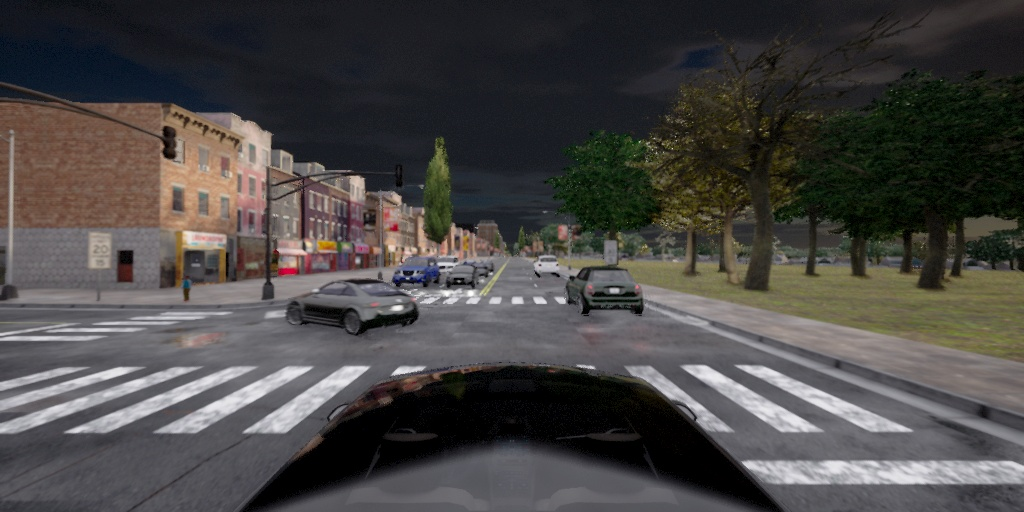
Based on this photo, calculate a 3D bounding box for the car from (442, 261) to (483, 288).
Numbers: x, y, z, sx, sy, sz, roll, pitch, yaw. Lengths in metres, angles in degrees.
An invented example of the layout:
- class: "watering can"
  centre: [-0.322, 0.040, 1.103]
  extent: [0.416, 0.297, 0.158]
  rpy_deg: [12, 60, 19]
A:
- class: "car"
  centre: [-3.298, 1.339, 24.773]
  extent: [1.837, 1.490, 4.892]
  rpy_deg: [0, 0, 0]

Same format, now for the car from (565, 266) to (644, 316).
- class: "car"
  centre: [3.378, 1.169, 13.921]
  extent: [2.097, 1.767, 4.553]
  rpy_deg: [0, 0, 0]

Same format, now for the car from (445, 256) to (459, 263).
- class: "car"
  centre: [-6.515, 1.019, 35.968]
  extent: [2.150, 2.045, 5.566]
  rpy_deg: [0, 0, 0]

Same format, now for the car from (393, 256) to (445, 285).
- class: "car"
  centre: [-6.548, 1.061, 25.315]
  extent: [2.150, 2.045, 5.566]
  rpy_deg: [0, 0, 0]

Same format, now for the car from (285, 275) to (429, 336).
- class: "car"
  centre: [-4.797, 1.380, 10.676]
  extent: [4.181, 1.385, 1.994]
  rpy_deg: [0, -1, 31]

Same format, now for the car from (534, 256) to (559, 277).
- class: "car"
  centre: [3.426, 1.005, 36.037]
  extent: [2.150, 2.045, 5.566]
  rpy_deg: [0, 0, 0]

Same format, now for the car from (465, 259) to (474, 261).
- class: "car"
  centre: [-6.424, 1.214, 55.001]
  extent: [1.812, 1.442, 4.674]
  rpy_deg: [0, 0, 1]

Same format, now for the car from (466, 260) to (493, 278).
- class: "car"
  centre: [-3.266, 1.363, 34.715]
  extent: [1.994, 1.385, 4.181]
  rpy_deg: [0, 0, 0]

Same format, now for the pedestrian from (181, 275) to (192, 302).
- class: "pedestrian"
  centre: [-14.098, 1.412, 15.555]
  extent: [0.500, 1.100, 0.500]
  rpy_deg: [0, -1, 0]

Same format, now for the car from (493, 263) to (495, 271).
- class: "car"
  centre: [-3.201, 1.231, 45.118]
  extent: [2.128, 1.511, 4.902]
  rpy_deg: [0, 0, 1]
